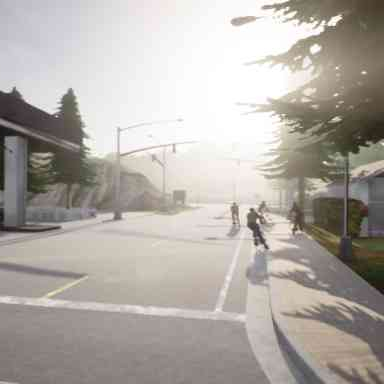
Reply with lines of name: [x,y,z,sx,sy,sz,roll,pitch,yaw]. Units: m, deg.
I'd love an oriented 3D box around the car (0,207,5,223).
car: [-15.851,1.391,24.970,3.866,1.878,1.905,0,0,11]

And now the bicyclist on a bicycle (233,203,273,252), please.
bicyclist on a bicycle: [2.407,1.374,12.348,0.582,1.620,1.656,-21,-11,26]

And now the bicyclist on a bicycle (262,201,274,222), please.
bicyclist on a bicycle: [4.652,1.382,21.576,1.656,1.620,0.582,-4,-8,-34]

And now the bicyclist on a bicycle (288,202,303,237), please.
bicyclist on a bicycle: [4.959,1.296,15.834,0.582,1.620,1.656,0,0,40]

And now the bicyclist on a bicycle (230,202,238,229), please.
bicyclist on a bicycle: [2.675,1.462,20.927,0.582,1.620,1.656,1,-1,2]
